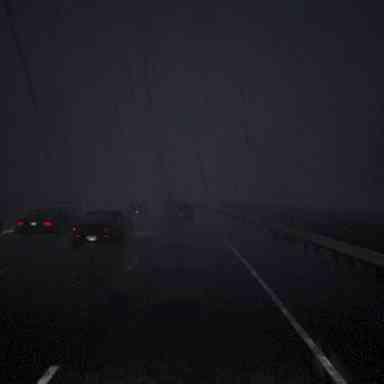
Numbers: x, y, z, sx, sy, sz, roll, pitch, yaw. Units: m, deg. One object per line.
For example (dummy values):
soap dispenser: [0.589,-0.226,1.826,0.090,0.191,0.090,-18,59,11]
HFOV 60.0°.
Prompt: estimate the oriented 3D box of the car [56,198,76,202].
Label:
car: [-12.416,1.401,33.053,1.837,1.490,4.892,0,0,-8]

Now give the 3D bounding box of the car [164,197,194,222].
car: [-0.993,1.397,25.678,1.882,1.535,5.008,0,0,-5]

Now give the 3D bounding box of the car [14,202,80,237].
car: [-7.333,1.492,17.561,2.033,1.411,5.357,0,0,-3]

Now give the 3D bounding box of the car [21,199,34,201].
car: [-28.580,1.313,58.519,2.128,1.511,4.902,0,0,-15]

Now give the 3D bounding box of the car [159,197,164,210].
car: [-3.012,1.350,40.849,1.882,1.535,5.008,0,0,-9]

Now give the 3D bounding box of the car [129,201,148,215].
car: [-5.239,1.500,32.270,1.895,1.301,4.718,0,0,-7]

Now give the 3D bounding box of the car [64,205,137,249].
car: [-3.678,1.481,14.199,1.812,1.442,4.674,0,0,-3]

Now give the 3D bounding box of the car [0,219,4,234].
car: [-10.761,1.514,15.732,1.994,1.385,4.181,0,0,-3]
